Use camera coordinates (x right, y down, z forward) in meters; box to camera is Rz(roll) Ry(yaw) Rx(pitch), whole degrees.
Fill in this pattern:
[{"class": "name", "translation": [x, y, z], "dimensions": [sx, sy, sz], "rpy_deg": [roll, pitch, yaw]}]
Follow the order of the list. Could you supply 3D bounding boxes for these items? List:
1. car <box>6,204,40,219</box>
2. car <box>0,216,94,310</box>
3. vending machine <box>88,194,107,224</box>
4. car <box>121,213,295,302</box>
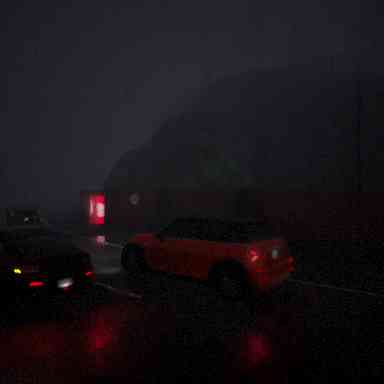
[{"class": "car", "translation": [-11.679, 1.534, 22.979], "dimensions": [1.812, 1.442, 4.674], "rpy_deg": [0, 0, -31]}, {"class": "car", "translation": [-4.078, 1.529, 7.804], "dimensions": [4.674, 1.442, 1.812], "rpy_deg": [0, 0, 42]}, {"class": "vending machine", "translation": [-6.889, 1.226, 24.271], "dimensions": [1.100, 2.100, 0.880], "rpy_deg": [0, 0, -32]}, {"class": "car", "translation": [0.198, 1.374, 8.647], "dimensions": [4.553, 1.767, 2.097], "rpy_deg": [0, 0, 40]}]
